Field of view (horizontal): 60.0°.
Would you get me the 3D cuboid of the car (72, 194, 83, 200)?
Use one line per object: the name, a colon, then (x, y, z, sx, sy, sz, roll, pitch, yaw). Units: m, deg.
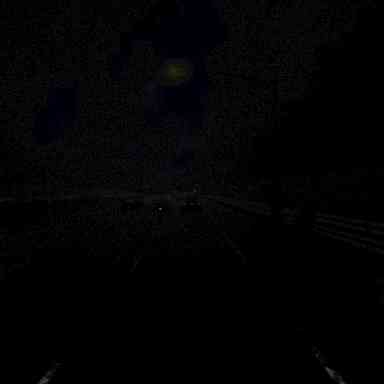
car: (-24.508, 1.234, 71.846, 1.812, 1.442, 4.674, 0, 0, 0)

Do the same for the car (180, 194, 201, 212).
car: (-0.004, 1.350, 38.927, 2.097, 1.767, 4.553, 0, 0, 0)

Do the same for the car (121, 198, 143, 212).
car: (-7.004, 1.460, 39.000, 1.882, 1.535, 5.008, 0, 0, 0)

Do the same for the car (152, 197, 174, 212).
car: (-3.503, 1.591, 39.004, 1.895, 1.301, 4.718, 0, 0, 0)

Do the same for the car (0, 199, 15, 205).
car: (-17.546, 1.435, 29.781, 1.882, 1.535, 5.008, 0, 0, 1)
